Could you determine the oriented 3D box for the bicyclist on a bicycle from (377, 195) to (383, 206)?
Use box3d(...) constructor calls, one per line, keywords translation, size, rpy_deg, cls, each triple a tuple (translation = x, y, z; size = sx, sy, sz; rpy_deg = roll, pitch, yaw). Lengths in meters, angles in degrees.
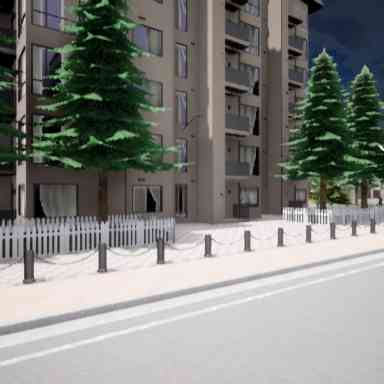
box3d(translation=(24.898, 1.258, 44.090), size=(1.656, 1.620, 0.582), rpy_deg=(0, 0, -35), cls="bicyclist on a bicycle")
